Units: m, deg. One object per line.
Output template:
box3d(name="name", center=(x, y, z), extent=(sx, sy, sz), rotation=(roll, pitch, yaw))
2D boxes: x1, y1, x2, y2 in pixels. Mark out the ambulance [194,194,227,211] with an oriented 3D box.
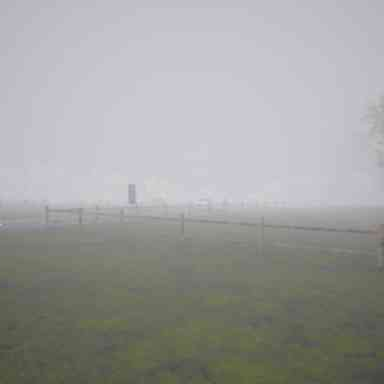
box3d(name="ambulance", center=(2.802, 1.590, 49.682), extent=(2.351, 2.431, 6.366), rotation=(-1, -1, 36))
